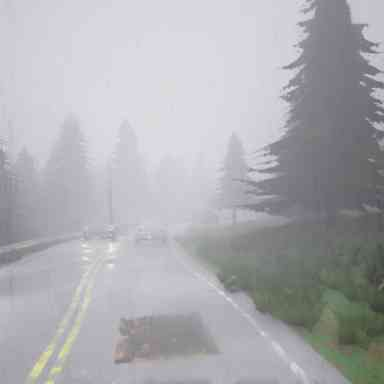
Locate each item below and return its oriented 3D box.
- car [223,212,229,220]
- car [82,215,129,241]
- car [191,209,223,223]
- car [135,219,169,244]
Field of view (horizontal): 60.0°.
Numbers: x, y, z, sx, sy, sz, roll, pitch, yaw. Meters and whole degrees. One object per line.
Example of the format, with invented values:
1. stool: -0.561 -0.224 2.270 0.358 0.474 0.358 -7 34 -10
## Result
1. car: 7.144 4.565 63.515 1.837 1.490 4.892 0 -3 22
2. car: -5.827 2.361 22.880 2.097 1.767 4.553 -1 -3 2
3. car: 1.699 3.224 42.121 2.150 2.045 5.566 0 -3 22
4. car: -2.449 2.401 20.848 1.812 1.442 4.674 -1 -3 -2
